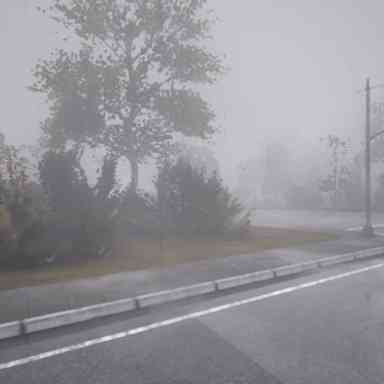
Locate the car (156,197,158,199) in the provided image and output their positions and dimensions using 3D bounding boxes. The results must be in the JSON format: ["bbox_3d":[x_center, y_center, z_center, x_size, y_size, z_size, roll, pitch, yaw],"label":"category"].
[{"bbox_3d":[-5.825,1.797,53.245,5.566,2.045,2.150,-2,-1,40],"label":"car"}]
